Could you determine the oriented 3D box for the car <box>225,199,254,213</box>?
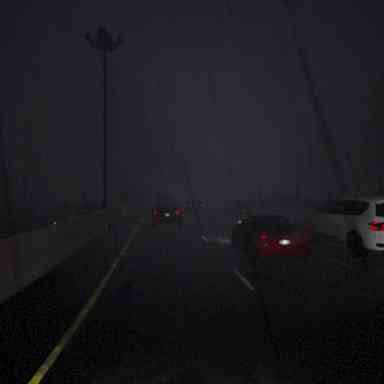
[{"bbox_3d":[4.436,1.405,31.740,1.882,1.535,5.008,0,0,-6],"label":"car"}]

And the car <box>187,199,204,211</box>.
[{"bbox_3d":[0.262,1.469,38.532,2.033,1.411,5.357,0,0,-6],"label":"car"}]

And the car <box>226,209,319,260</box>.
[{"bbox_3d":[2.726,1.534,12.368,1.994,1.385,4.181,0,0,-5],"label":"car"}]

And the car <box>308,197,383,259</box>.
[{"bbox_3d":[6.234,1.184,12.583,2.150,2.045,5.566,0,0,-5],"label":"car"}]

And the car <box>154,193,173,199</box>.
[{"bbox_3d":[-3.457,1.147,40.655,2.150,2.045,5.566,0,0,-6],"label":"car"}]

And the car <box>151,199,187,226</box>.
[{"bbox_3d":[-1.756,1.460,22.978,2.163,1.488,4.792,0,0,-5],"label":"car"}]
